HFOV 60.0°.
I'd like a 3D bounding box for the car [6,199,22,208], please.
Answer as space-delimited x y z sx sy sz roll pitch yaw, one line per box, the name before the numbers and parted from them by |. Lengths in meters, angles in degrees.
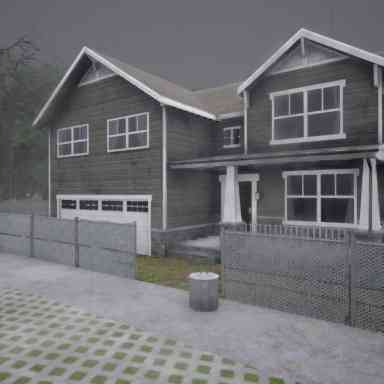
car | -17.242 1.465 31.796 4.902 1.511 2.128 0 0 -32
